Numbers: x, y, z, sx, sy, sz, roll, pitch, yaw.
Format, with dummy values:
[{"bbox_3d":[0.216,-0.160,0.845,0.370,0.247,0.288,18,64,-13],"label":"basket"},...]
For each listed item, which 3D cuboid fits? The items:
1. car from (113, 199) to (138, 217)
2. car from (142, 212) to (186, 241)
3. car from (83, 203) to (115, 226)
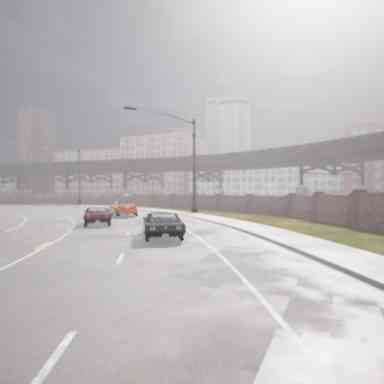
[{"bbox_3d":[-7.074,1.506,33.750,2.097,1.767,4.553,-1,0,-25],"label":"car"},{"bbox_3d":[-1.587,1.672,17.148,1.895,1.301,4.718,0,0,-10],"label":"car"},{"bbox_3d":[-7.161,1.737,25.004,1.895,1.301,4.718,0,0,-18],"label":"car"}]
